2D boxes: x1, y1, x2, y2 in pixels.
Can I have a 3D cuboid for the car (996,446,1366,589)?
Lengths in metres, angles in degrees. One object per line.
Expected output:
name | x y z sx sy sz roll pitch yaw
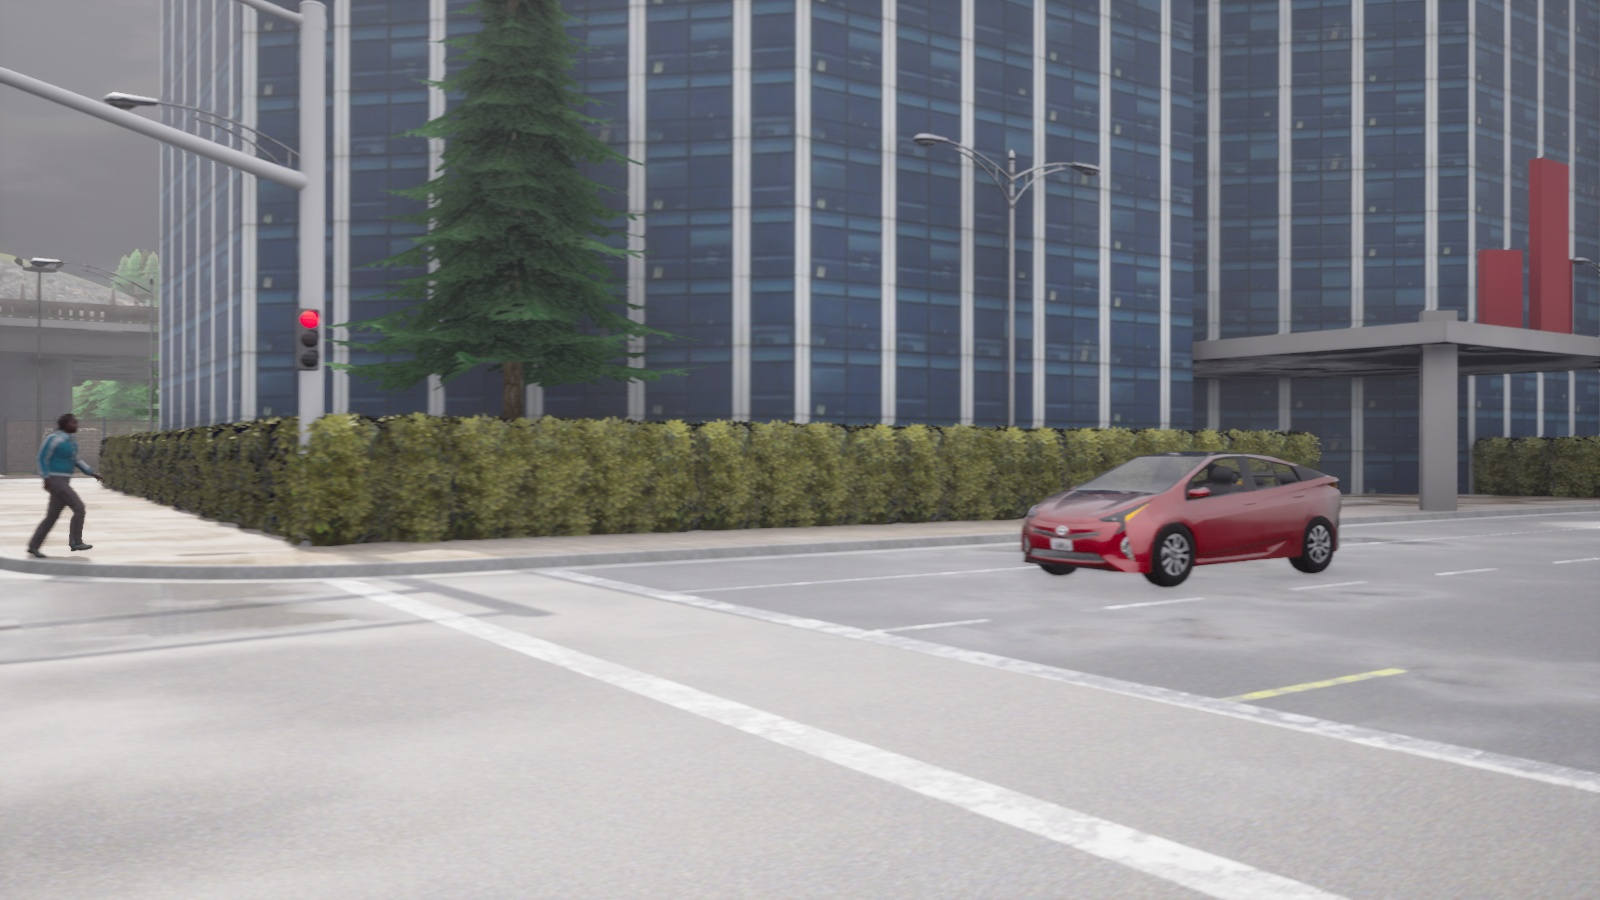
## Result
car | 4.781 0.720 15.515 4.514 1.525 2.007 0 0 -35

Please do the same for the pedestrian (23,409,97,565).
pedestrian | -9.265 0.461 15.739 0.692 1.930 0.396 0 0 -4
